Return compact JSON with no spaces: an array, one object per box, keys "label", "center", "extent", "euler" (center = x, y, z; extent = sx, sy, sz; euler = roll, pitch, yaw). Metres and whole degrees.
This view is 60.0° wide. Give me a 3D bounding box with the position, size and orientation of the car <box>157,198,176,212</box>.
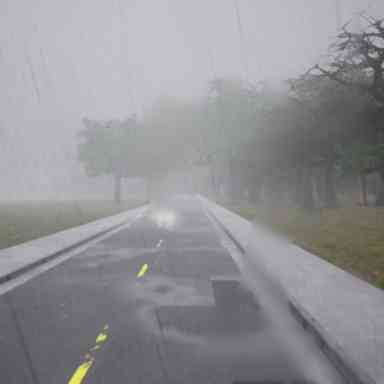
[{"label":"car","center":[-2.789,1.409,36.938],"extent":[2.128,1.511,4.902],"euler":[0,0,0]}]
